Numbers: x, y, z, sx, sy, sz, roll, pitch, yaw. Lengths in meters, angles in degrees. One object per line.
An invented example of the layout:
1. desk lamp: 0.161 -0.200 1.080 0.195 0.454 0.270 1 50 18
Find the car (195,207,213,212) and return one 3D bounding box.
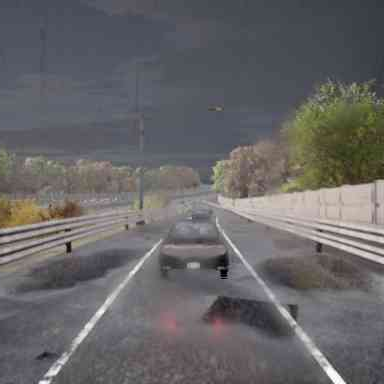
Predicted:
1. car: 1.083 2.520 35.034 1.895 1.301 4.718 0 -2 4

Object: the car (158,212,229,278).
1. car: 0.070 1.601 10.426 2.128 1.511 4.902 0 -1 1
